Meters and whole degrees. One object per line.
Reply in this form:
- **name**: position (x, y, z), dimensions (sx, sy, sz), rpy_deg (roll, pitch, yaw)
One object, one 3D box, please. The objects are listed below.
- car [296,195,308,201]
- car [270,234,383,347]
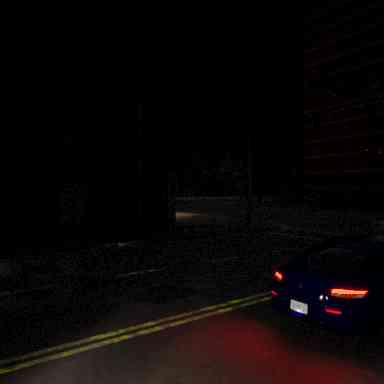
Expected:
- **car**: position (25.839, 1.487, 80.068), dimensions (4.181, 1.385, 1.994), rpy_deg (0, 0, -30)
- **car**: position (3.453, 1.525, 6.234), dimensions (4.674, 1.442, 1.812), rpy_deg (0, 0, -35)
